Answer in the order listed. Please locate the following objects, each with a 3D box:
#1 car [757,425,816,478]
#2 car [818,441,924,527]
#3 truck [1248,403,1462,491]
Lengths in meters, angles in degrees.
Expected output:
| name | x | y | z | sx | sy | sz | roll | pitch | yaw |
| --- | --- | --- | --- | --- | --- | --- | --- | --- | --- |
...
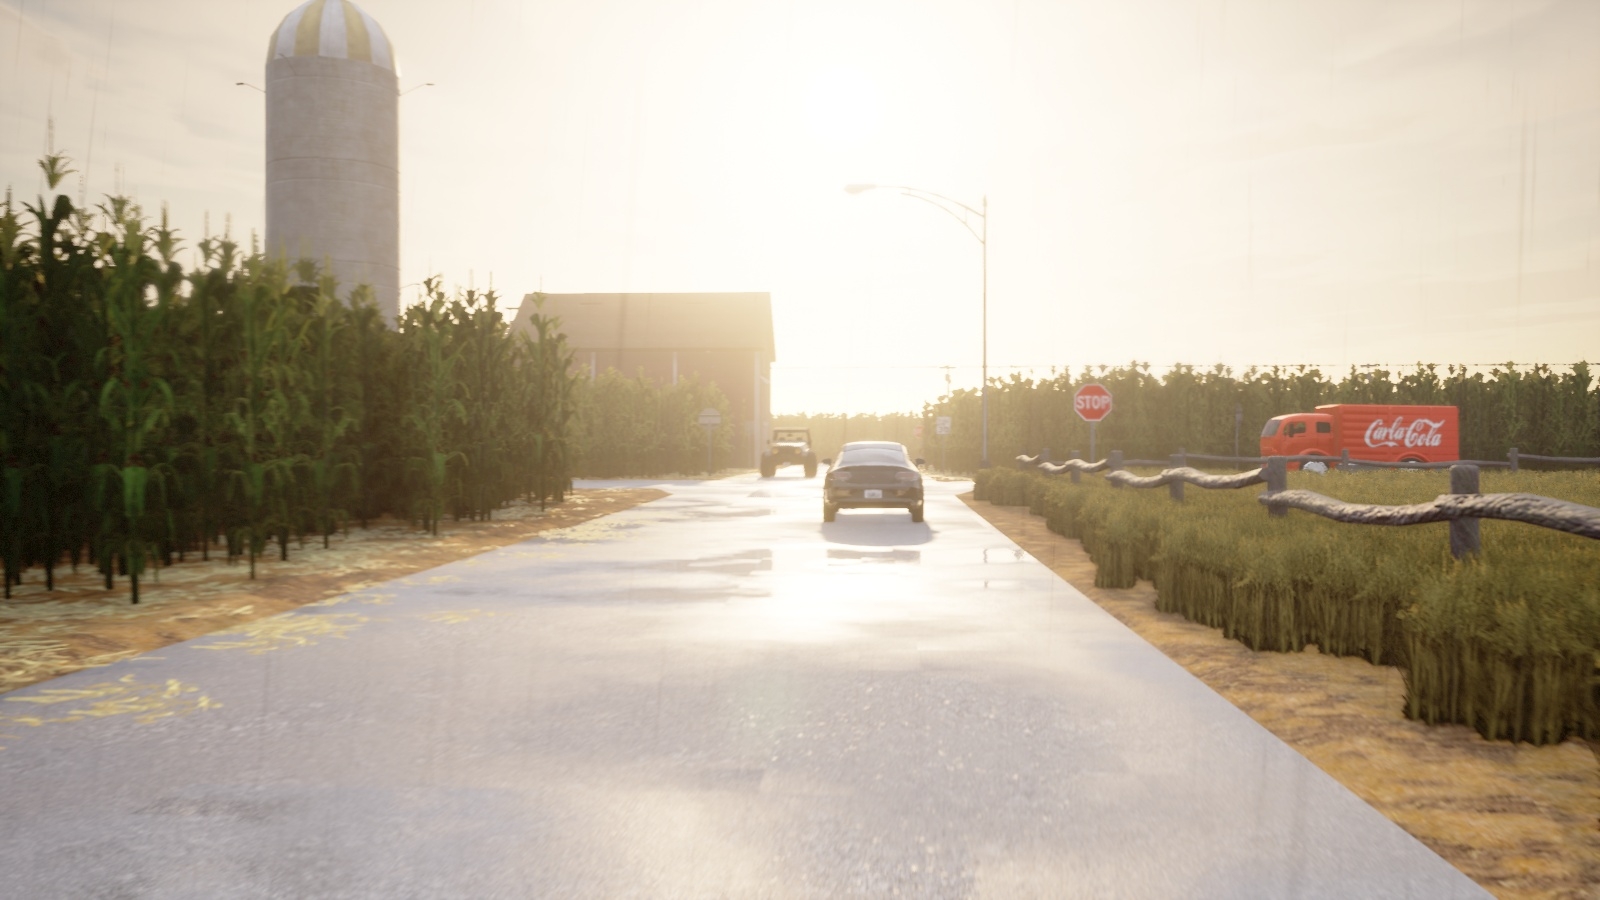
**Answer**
| name | x | y | z | sx | sy | sz | roll | pitch | yaw |
| --- | --- | --- | --- | --- | --- | --- | --- | --- | --- |
| car | -0.467 | 0.056 | 46.459 | 1.905 | 1.878 | 3.866 | 0 | 0 | 4 |
| car | 1.346 | 0.566 | 23.764 | 1.812 | 1.442 | 4.674 | 0 | 1 | 3 |
| truck | 16.404 | -0.088 | 37.377 | 5.204 | 2.467 | 2.627 | 1 | 0 | 3 |
